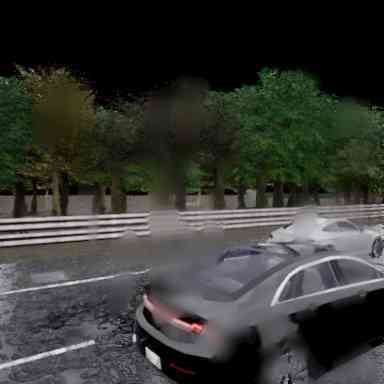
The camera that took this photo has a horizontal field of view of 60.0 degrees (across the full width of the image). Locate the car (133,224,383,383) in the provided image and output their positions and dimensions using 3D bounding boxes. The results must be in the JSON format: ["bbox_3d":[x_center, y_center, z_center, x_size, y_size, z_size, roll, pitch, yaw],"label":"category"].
[{"bbox_3d":[1.583,1.495,4.828,4.902,1.511,2.128,0,0,-35],"label":"car"}]

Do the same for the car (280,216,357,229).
[{"bbox_3d":[4.521,1.536,11.134,4.674,1.442,1.812,0,0,-35],"label":"car"}]
